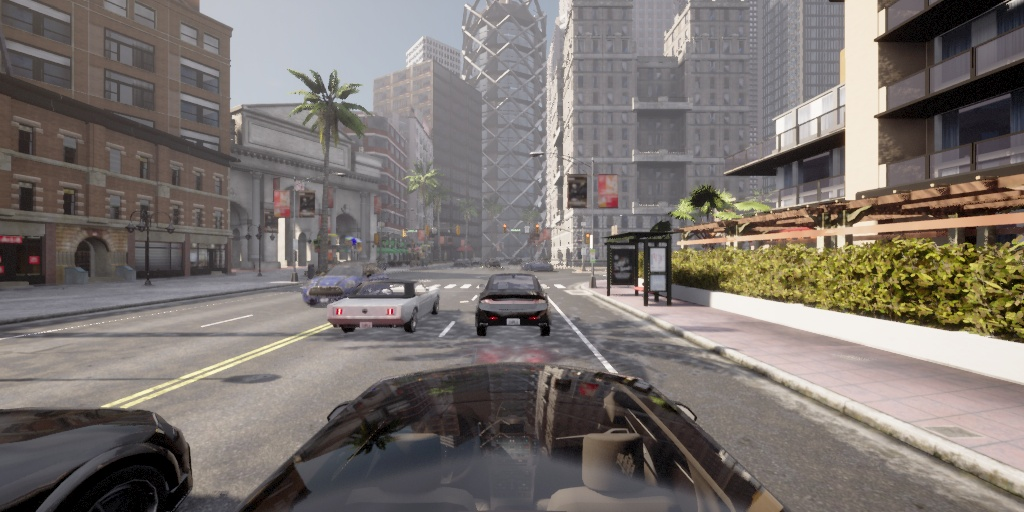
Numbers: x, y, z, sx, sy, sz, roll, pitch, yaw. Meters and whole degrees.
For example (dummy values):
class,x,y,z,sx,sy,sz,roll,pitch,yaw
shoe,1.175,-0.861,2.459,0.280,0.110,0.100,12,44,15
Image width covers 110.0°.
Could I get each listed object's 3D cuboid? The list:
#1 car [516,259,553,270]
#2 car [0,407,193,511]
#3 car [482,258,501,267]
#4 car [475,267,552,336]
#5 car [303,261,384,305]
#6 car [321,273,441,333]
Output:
class,x,y,z,sx,sy,sz,roll,pitch,yaw
car,3.074,1.314,45.610,4.181,1.385,1.994,0,0,-12
car,-3.392,1.314,0.930,1.994,1.385,4.181,0,0,0
car,-3.166,1.255,58.853,1.837,1.490,4.892,-3,1,-15
car,0.041,1.242,10.370,2.128,1.511,4.902,0,0,0
car,-7.103,1.102,15.841,2.097,1.767,4.553,0,0,0
car,-3.457,1.351,10.750,1.895,1.301,4.718,0,0,0
